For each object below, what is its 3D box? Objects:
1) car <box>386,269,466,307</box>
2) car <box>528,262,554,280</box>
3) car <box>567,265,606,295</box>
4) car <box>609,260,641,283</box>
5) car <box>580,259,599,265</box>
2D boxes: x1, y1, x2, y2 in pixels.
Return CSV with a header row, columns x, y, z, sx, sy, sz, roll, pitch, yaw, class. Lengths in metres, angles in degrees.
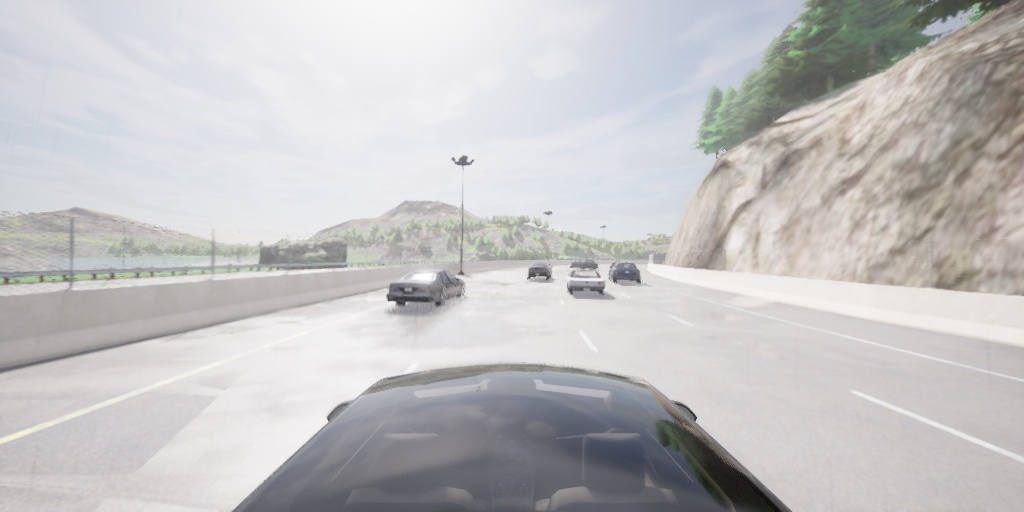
x,y,z,sx,sy,sz,roll,pitch,yaw,class
-3.408,1.249,15.240,2.033,1.411,5.357,1,0,6,car
2.568,1.299,32.129,1.837,1.490,4.892,0,-1,11,car
4.116,1.417,20.546,1.895,1.301,4.718,1,0,7,car
9.234,1.249,29.637,2.097,1.767,4.553,1,0,10,car
12.697,1.307,57.623,2.097,1.767,4.553,1,0,20,car
